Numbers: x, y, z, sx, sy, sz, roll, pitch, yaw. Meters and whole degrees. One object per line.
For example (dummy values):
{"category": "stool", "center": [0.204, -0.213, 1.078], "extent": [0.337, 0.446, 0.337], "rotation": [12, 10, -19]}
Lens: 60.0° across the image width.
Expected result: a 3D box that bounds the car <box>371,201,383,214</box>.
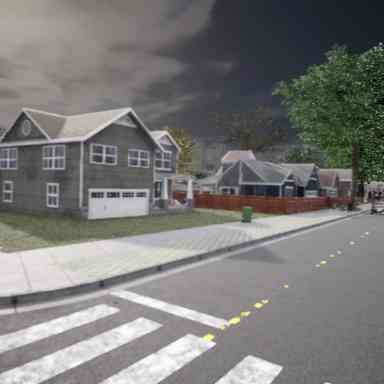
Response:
{"category": "car", "center": [22.489, 1.872, 39.453], "extent": [2.128, 1.511, 4.902], "rotation": [3, 1, 35]}
